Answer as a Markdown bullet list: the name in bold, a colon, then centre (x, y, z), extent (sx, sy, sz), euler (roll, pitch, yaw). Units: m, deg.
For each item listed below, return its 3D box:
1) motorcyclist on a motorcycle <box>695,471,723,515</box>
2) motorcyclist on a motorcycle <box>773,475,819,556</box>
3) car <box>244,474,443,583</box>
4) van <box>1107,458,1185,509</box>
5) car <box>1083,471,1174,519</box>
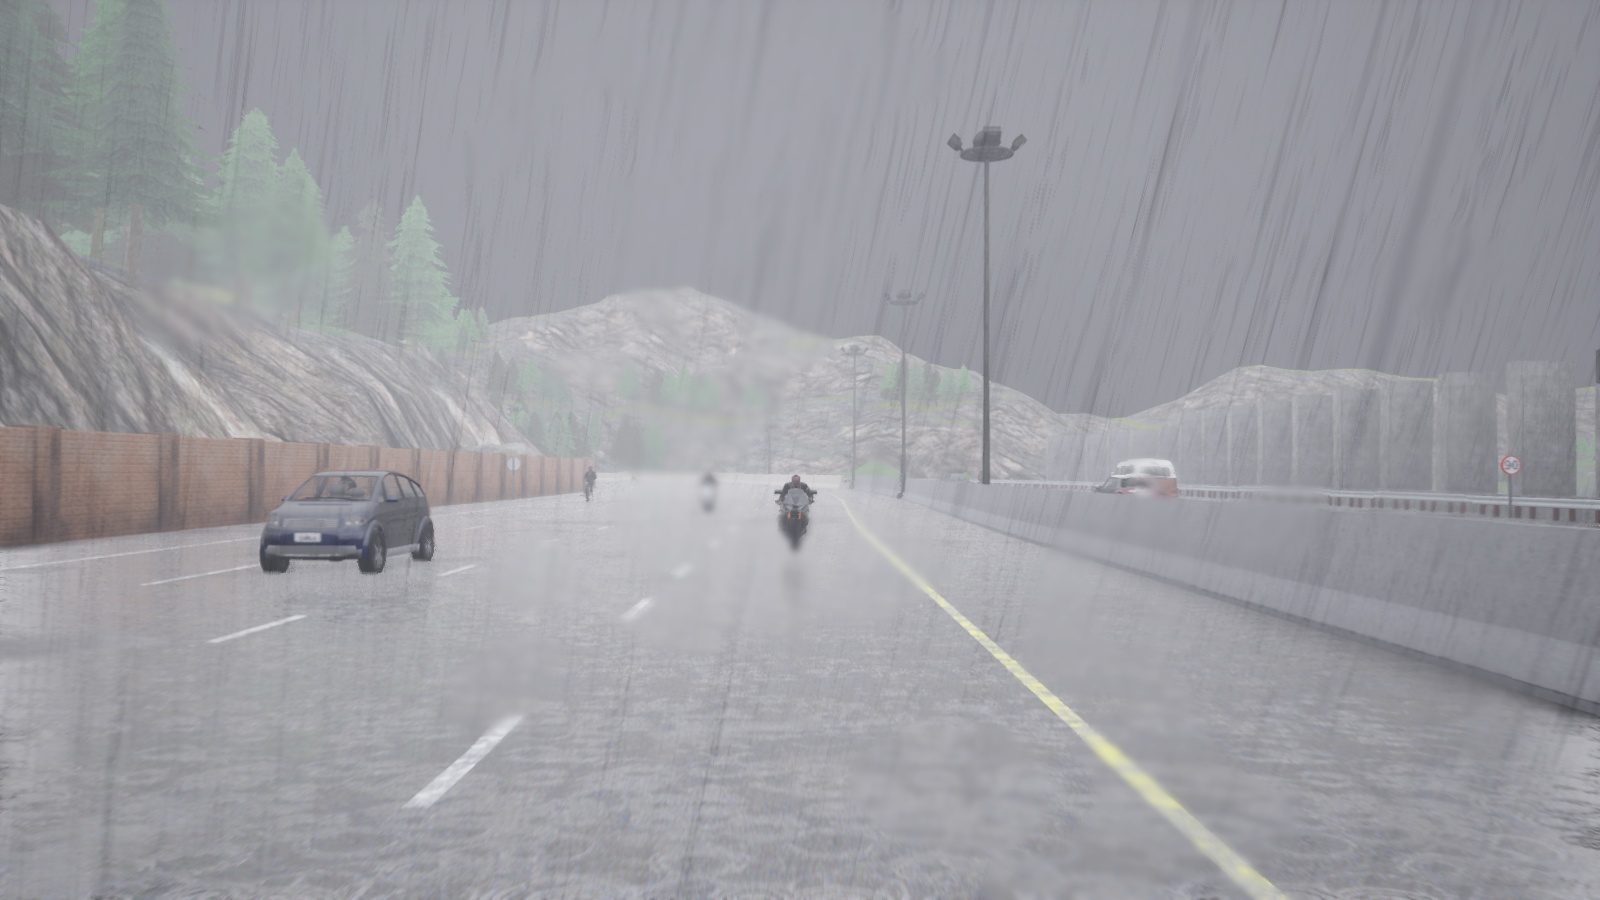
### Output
- **motorcyclist on a motorcycle**: centre (-3.342, 1.553, 46.097), extent (0.866, 1.590, 1.817), euler (0, -1, 1)
- **motorcyclist on a motorcycle**: centre (-0.077, 1.268, 24.995), extent (0.866, 1.530, 2.191), euler (0, -1, 0)
- **car**: centre (-7.053, 1.152, 19.810), extent (1.789, 1.549, 3.705), euler (0, -1, 0)
- **van**: centre (14.291, 1.356, 52.175), extent (2.069, 2.038, 4.480), euler (0, -1, 1)
- **car**: centre (10.545, 1.417, 40.569), extent (1.970, 1.475, 3.806), euler (0, -1, 1)
